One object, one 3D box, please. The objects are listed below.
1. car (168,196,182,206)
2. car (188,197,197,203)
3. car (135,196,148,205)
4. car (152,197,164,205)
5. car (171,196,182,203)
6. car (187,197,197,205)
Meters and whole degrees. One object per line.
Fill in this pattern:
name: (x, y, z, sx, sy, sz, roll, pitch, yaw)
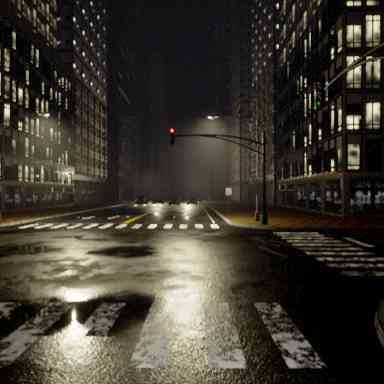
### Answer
car: (-3.226, 1.683, 59.684, 2.033, 1.411, 5.357, 0, 0, 0)
car: (0.029, 1.626, 70.548, 1.895, 1.301, 4.718, 0, 0, 0)
car: (-9.724, 1.507, 64.302, 2.097, 1.767, 4.553, 0, 0, 0)
car: (-6.474, 1.719, 64.271, 1.994, 1.385, 4.181, 0, 0, 0)
car: (-3.222, 1.565, 70.103, 1.994, 1.385, 4.181, 0, 0, 0)
car: (0.024, 1.685, 60.100, 2.033, 1.411, 5.357, 0, 0, 0)
